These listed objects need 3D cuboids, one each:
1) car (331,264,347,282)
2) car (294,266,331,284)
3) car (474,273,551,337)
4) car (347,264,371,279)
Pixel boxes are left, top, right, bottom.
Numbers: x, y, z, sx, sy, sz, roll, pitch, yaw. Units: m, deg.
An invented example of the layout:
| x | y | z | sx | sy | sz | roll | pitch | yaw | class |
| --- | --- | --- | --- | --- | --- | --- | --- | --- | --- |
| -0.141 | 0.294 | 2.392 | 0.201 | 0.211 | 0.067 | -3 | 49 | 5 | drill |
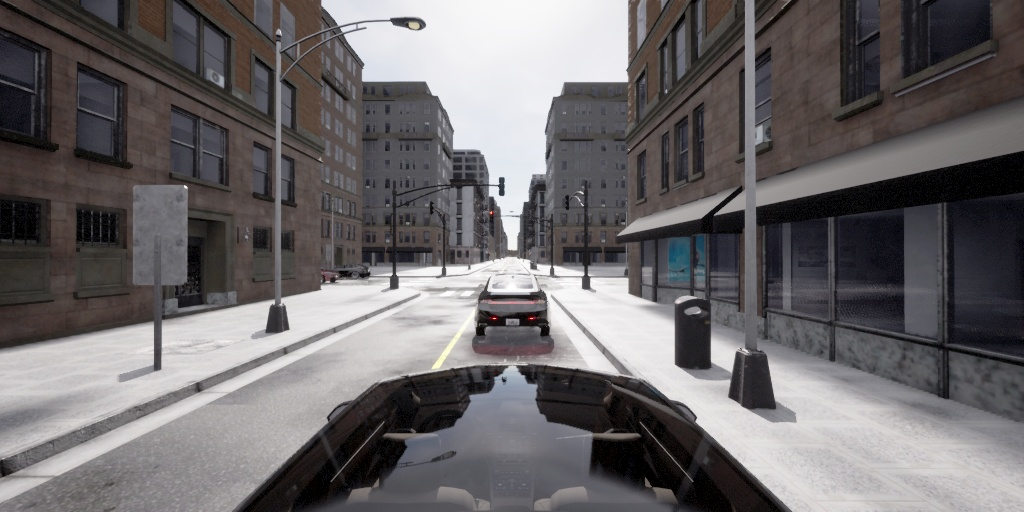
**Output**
| x | y | z | sx | sy | sz | roll | pitch | yaw | class |
| --- | --- | --- | --- | --- | --- | --- | --- | --- | --- |
| -14.735 | 1.300 | 26.074 | 4.181 | 1.385 | 1.994 | 0 | 0 | 0 | car |
| -14.707 | 1.289 | 23.531 | 4.313 | 1.339 | 1.948 | 0 | 0 | 0 | car |
| 0.024 | 1.242 | 10.341 | 2.128 | 1.511 | 4.902 | 0 | 0 | 0 | car |
| -14.677 | 1.329 | 31.557 | 4.313 | 1.339 | 1.948 | 0 | 0 | 0 | car |
